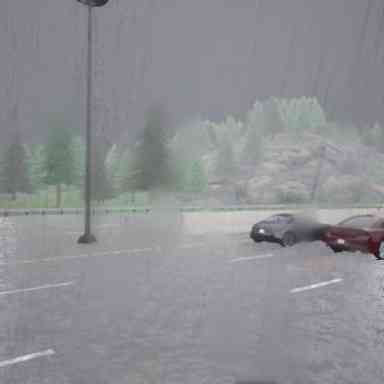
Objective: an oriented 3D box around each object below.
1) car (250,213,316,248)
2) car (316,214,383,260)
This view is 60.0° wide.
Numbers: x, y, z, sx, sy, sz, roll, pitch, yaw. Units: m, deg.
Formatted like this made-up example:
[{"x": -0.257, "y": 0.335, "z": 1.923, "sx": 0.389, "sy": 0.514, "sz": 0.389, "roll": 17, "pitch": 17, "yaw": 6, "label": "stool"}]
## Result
[{"x": 4.753, "y": 1.696, "z": 15.559, "sx": 4.181, "sy": 1.385, "sz": 1.994, "roll": 1, "pitch": 0, "yaw": -32, "label": "car"}, {"x": 7.400, "y": 1.617, "z": 13.073, "sx": 5.008, "sy": 1.535, "sz": 1.882, "roll": 0, "pitch": 0, "yaw": -31, "label": "car"}]
